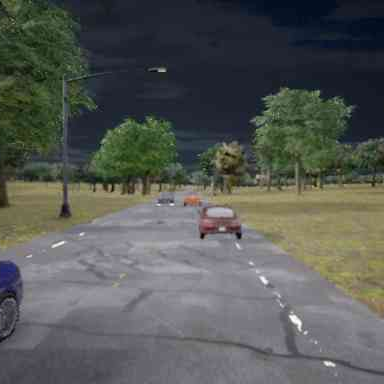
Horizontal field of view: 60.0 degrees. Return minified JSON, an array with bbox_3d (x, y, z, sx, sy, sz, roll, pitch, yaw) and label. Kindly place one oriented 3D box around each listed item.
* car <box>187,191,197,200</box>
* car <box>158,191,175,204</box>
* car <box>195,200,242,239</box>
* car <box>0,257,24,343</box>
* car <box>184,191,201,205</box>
[{"bbox_3d":[0.057,0.631,62.624,1.812,1.442,4.674,0,1,1],"label":"car"},{"bbox_3d":[-3.552,0.686,46.331,2.097,1.767,4.553,0,1,0],"label":"car"},{"bbox_3d":[1.226,1.299,15.737,1.812,1.442,4.674,0,1,0],"label":"car"},{"bbox_3d":[-3.596,1.473,3.571,1.812,1.442,4.674,0,1,0],"label":"car"},{"bbox_3d":[0.055,0.742,42.365,2.097,1.767,4.553,0,1,0],"label":"car"}]
